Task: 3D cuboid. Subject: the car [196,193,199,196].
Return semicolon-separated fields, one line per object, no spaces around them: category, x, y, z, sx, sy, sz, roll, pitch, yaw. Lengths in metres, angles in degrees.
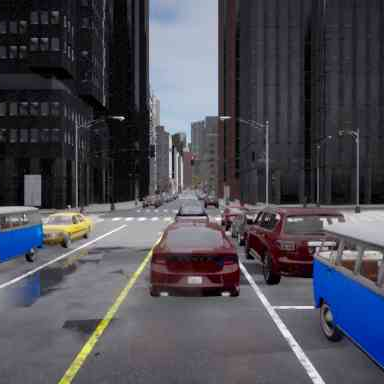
car;2.715;1.675;92.681;1.947;1.339;4.313;0;0;0

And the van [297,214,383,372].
van;2.761;1.341;3.913;1.690;1.788;3.998;0;0;0

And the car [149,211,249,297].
car;0.063;1.478;8.628;1.882;1.535;5.008;0;0;0

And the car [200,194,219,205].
car;2.736;1.336;47.530;2.192;1.841;5.009;0;0;0

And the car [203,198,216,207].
car;2.734;1.593;53.174;1.947;1.339;4.313;0;0;0

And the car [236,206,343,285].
car;2.757;1.315;9.438;2.192;1.841;5.009;0;0;0

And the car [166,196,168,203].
car;-5.793;1.600;58.822;1.947;1.339;4.313;0;0;0

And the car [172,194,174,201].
car;-5.802;1.591;75.581;1.752;1.417;4.829;0;0;0

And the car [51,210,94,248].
car;-5.773;1.526;14.801;1.752;1.417;4.829;0;0;0

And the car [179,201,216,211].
car;-0.007;1.494;19.037;2.128;1.511;4.902;0;0;0

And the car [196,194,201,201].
car;2.718;1.640;87.036;1.887;1.381;4.507;0;0;0

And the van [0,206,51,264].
van;-5.773;1.341;9.447;1.690;1.788;3.998;0;0;0

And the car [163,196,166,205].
car;-5.792;1.342;53.179;2.192;1.841;5.009;0;0;0

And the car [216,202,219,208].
car;2.750;1.548;20.489;1.887;1.381;4.507;0;0;0

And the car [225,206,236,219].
car;2.754;1.552;14.964;2.008;1.369;4.403;0;0;0

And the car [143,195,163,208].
car;-5.789;1.336;47.536;2.192;1.841;5.009;0;0;0

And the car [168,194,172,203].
car;-5.799;1.620;70.109;1.947;1.339;4.313;0;0;0
